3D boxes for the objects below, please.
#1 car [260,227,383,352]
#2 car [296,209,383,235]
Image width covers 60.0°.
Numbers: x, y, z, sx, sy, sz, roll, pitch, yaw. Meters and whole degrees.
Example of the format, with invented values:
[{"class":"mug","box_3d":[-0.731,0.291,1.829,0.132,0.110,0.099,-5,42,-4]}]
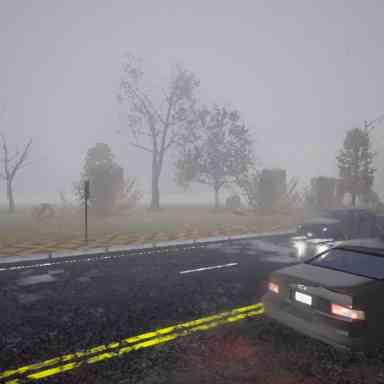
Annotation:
[{"class":"car","box_3d":[3.734,1.546,5.979,5.357,1.411,2.033,0,0,-31]},{"class":"car","box_3d":[7.579,1.543,16.520,5.357,1.411,2.033,0,0,-33]}]
